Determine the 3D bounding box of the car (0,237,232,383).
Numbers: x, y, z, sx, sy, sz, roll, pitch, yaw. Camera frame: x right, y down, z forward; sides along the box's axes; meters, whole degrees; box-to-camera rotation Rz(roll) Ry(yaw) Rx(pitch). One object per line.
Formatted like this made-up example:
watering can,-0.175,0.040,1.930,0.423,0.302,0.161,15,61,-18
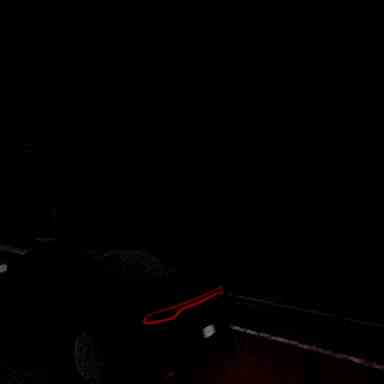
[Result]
car,-1.783,1.483,5.394,5.008,1.535,1.882,0,0,37
